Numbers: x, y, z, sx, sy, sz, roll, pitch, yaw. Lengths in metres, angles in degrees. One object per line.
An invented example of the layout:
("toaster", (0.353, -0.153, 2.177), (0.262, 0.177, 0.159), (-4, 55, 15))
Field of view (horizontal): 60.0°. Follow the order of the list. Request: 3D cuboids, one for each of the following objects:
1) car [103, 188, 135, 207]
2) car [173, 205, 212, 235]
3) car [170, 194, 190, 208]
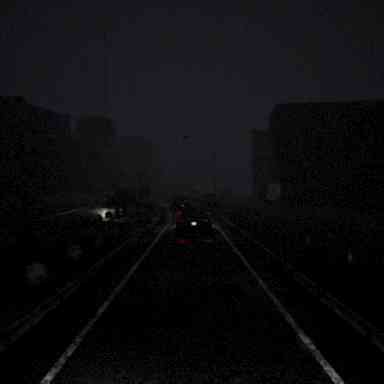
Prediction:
("car", (-8.494, 0.597, 39.757), (2.150, 2.045, 5.566), (0, 3, 12))
("car", (0.100, 1.667, 19.640), (1.994, 1.385, 4.181), (0, 0, 0))
("car", (-1.401, 1.013, 37.894), (1.837, 1.490, 4.892), (0, 4, -9))
